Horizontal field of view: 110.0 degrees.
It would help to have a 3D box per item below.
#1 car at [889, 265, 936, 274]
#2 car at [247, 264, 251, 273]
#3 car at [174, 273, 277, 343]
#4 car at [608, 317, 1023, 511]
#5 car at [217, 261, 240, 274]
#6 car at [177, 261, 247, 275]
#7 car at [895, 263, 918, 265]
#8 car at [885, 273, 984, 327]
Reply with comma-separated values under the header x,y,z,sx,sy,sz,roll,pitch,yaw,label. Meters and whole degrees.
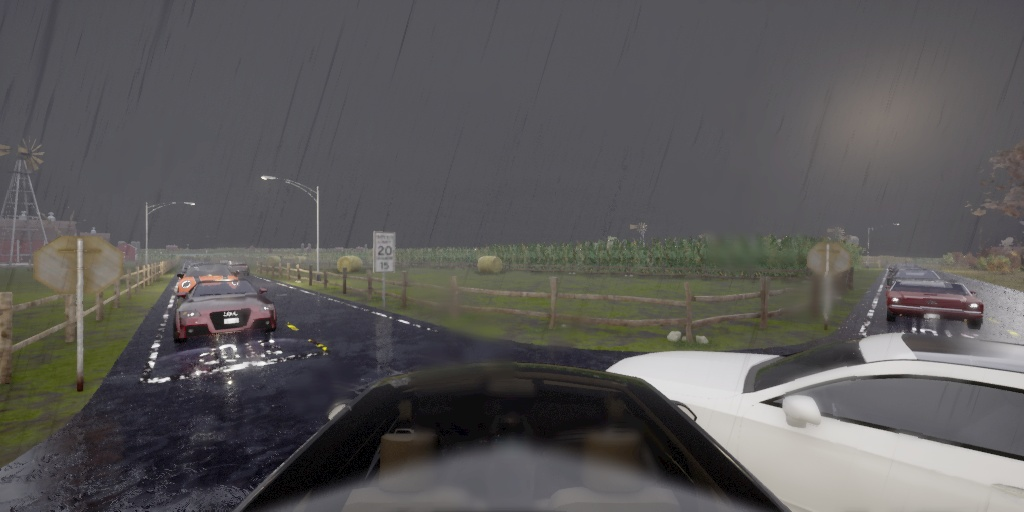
x,y,z,sx,sy,sz,roll,pitch,yaw,label
20.465,1.370,18.214,5.357,1.411,2.033,0,1,-43,car
-27.241,1.292,35.537,2.128,1.511,4.902,0,0,-42,car
-8.010,1.357,9.966,1.994,1.385,4.181,0,0,-43,car
2.825,1.294,2.458,1.812,1.442,4.674,0,1,-44,car
-34.017,1.315,42.945,1.837,1.490,4.892,0,0,-42,car
-13.834,1.144,16.406,2.097,1.767,4.553,0,0,-42,car
27.174,1.411,24.519,4.181,1.385,1.994,0,1,-43,car
13.436,1.402,11.599,4.718,1.301,1.895,0,1,-43,car
